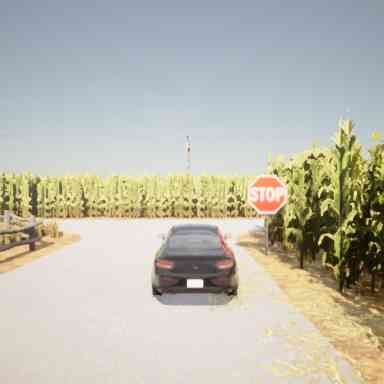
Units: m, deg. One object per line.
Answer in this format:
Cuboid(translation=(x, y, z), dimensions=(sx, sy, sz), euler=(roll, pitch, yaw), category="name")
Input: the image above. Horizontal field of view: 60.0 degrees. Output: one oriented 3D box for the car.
Cuboid(translation=(0.069, 1.525, 8.481), dimensions=(1.812, 1.442, 4.674), euler=(0, 0, 0), category="car")
